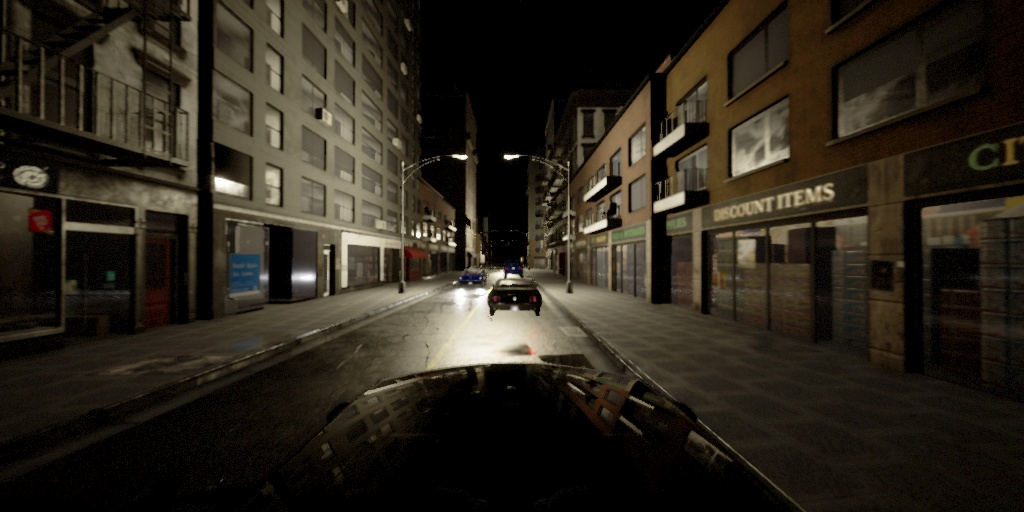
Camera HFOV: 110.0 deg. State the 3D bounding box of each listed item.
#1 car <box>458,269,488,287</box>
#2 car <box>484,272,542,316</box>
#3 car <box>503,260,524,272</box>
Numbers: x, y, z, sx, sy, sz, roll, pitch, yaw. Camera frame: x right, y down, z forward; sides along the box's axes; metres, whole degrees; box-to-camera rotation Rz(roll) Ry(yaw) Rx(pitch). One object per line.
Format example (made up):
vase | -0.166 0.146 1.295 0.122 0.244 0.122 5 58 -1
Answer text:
car | -2.959 1.669 27.718 1.895 1.301 4.718 0 -1 0
car | 0.105 1.502 14.254 1.895 1.301 4.718 0 -1 0
car | 0.166 1.481 42.232 2.150 2.045 5.566 0 -1 0
